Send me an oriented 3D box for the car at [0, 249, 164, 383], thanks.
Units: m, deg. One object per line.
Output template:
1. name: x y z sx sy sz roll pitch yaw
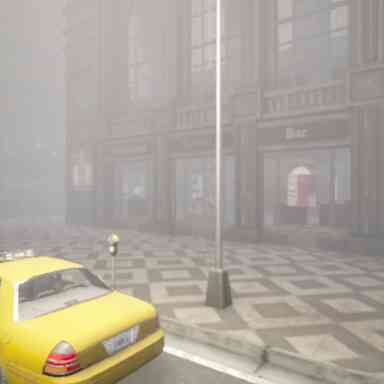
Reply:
1. car: -2.628 1.503 4.788 4.829 1.417 1.752 0 0 35
